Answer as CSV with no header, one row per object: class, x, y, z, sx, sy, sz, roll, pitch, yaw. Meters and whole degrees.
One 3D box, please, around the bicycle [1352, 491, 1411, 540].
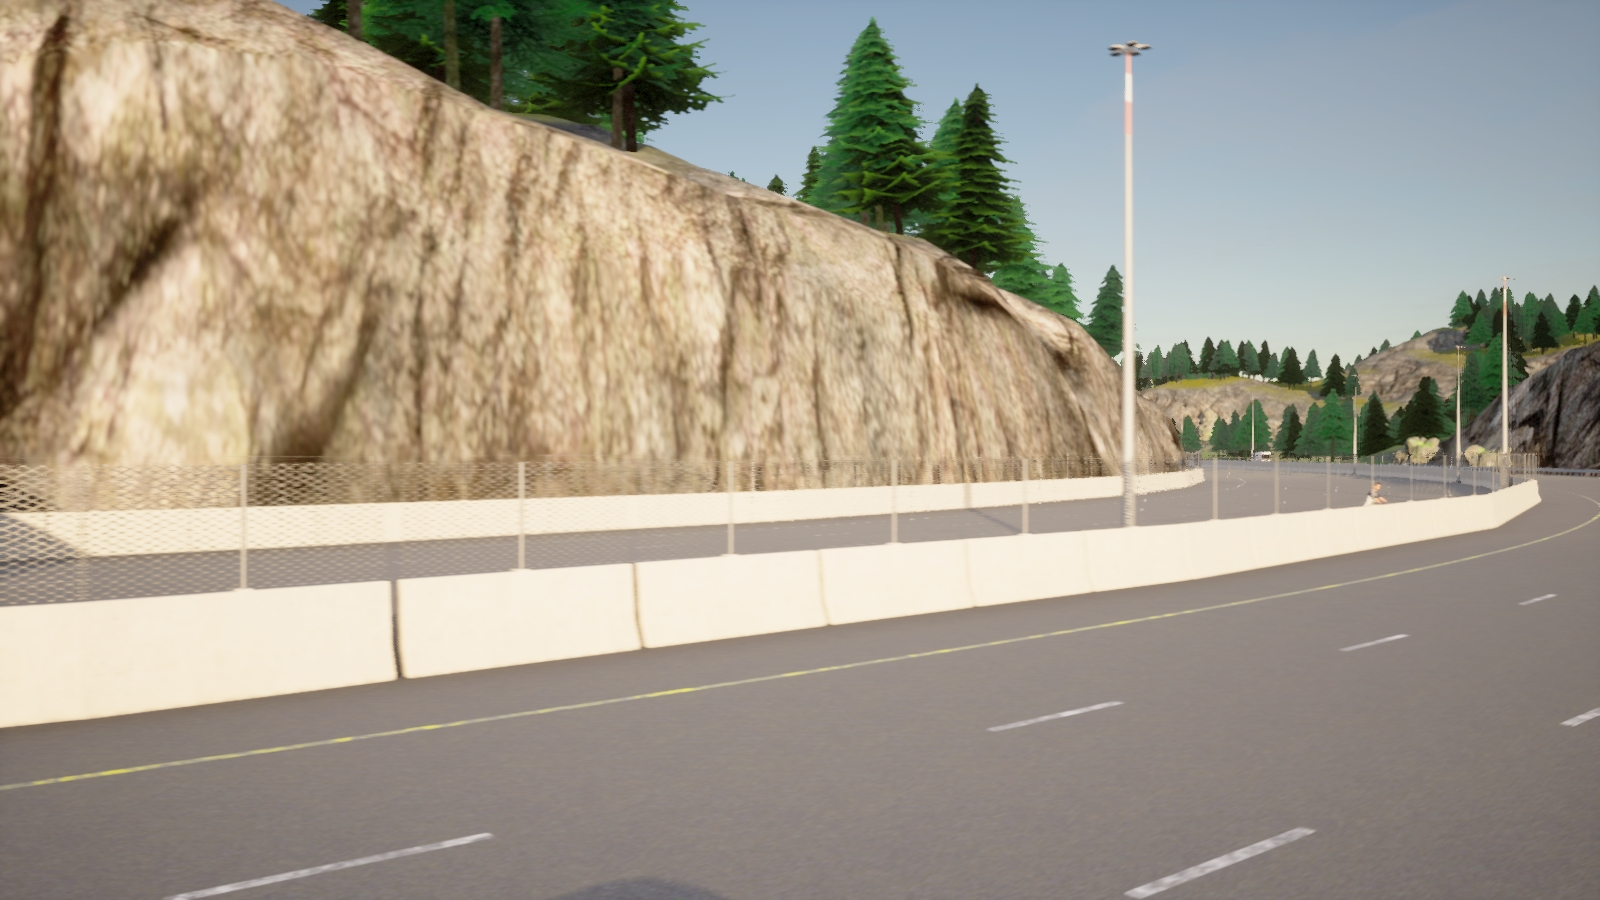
bicycle,18.421,2.070,36.231,0.373,1.514,1.643,6,-6,-42
